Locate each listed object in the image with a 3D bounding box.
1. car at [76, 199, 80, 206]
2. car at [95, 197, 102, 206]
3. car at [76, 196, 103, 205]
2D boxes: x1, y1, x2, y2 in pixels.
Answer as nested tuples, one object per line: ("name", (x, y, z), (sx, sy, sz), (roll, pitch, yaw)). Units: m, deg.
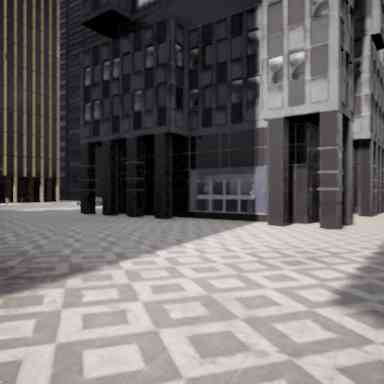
("car", (-17.787, 1.693, 57.356), (1.994, 1.385, 4.181), (0, 0, 36))
("car", (-15.147, 1.619, 55.460), (2.128, 1.511, 4.902), (0, 0, 36))
("car", (-20.069, 1.629, 65.328), (1.837, 1.490, 4.892), (0, 0, 36))
